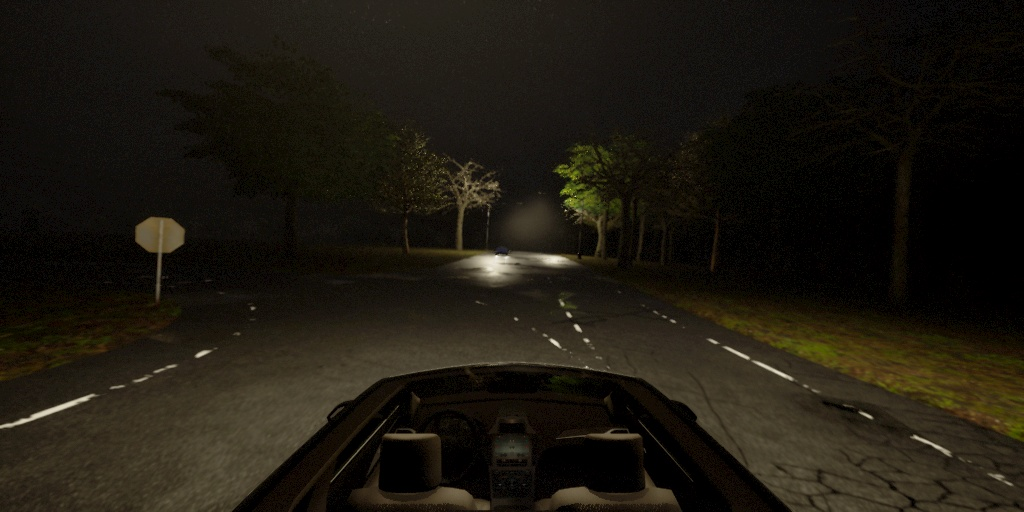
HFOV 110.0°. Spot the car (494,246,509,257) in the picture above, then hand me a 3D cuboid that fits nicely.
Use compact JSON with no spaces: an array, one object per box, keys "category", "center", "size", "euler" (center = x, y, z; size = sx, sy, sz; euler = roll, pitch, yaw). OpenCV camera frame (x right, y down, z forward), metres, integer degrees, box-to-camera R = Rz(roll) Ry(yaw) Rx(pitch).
[{"category":"car","center":[-1.518,-0.749,54.814],"size":[1.812,1.442,4.674],"euler":[3,3,2]}]
